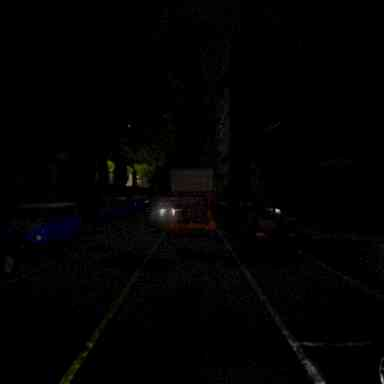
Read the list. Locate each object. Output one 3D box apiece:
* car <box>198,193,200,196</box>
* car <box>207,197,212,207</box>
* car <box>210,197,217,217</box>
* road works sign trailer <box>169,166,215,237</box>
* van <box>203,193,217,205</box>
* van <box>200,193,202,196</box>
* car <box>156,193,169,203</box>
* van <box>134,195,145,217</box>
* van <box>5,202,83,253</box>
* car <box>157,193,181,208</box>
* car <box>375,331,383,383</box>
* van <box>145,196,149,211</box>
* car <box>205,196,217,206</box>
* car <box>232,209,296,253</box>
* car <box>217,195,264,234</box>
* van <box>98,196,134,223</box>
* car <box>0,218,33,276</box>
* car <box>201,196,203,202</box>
[{"bbox_3d":[2.877,1.354,69.765,1.947,1.339,4.313,0,0,0],"label":"car"},{"bbox_3d":[2.867,1.493,35.802,1.802,1.307,4.206,0,0,0],"label":"car"},{"bbox_3d":[2.865,1.474,30.142,1.887,1.381,4.507,0,0,0],"label":"car"},{"bbox_3d":[0.006,0.427,17.773,2.380,3.560,2.880,0,0,0],"label":"road works sign trailer"},{"bbox_3d":[2.869,1.215,47.122,1.690,1.788,3.998,0,0,0],"label":"van"},{"bbox_3d":[2.875,1.152,64.104,1.690,1.788,3.998,0,0,0],"label":"van"},{"bbox_3d":[-5.650,1.126,64.066,2.192,1.841,5.009,0,0,0],"label":"car"},{"bbox_3d":[-5.662,1.270,30.118,1.690,1.788,3.998,0,0,0],"label":"van"},{"bbox_3d":[-5.667,1.314,13.145,1.690,1.788,3.998,0,0,0],"label":"van"},{"bbox_3d":[-3.071,1.104,45.098,2.150,2.045,5.566,0,0,0],"label":"car"},{"bbox_3d":[2.855,1.562,1.839,1.947,1.339,4.313,0,0,0],"label":"car"},{"bbox_3d":[-5.659,1.253,35.777,1.690,1.788,3.998,0,0,0],"label":"van"},{"bbox_3d":[2.868,1.475,41.463,1.802,1.307,4.206,0,0,0],"label":"car"},{"bbox_3d":[2.859,1.555,13.160,1.802,1.307,4.206,0,0,0],"label":"car"},{"bbox_3d":[2.860,1.275,18.820,2.192,1.841,5.009,0,0,0],"label":"car"},{"bbox_3d":[-5.663,1.286,24.461,1.690,1.788,3.998,0,0,0],"label":"van"},{"bbox_3d":[-5.668,1.530,7.488,1.887,1.381,4.507,0,0,0],"label":"car"},{"bbox_3d":[2.872,1.399,52.784,1.887,1.381,4.507,0,0,0],"label":"car"}]
